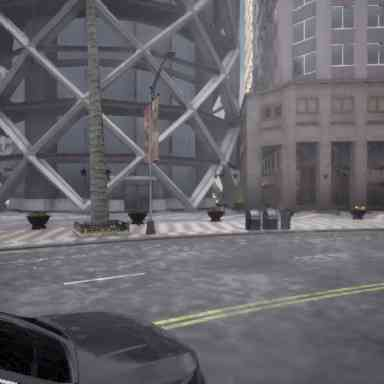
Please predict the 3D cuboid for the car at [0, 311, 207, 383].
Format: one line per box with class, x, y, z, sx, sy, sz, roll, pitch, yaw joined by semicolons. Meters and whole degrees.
car;-2.094;1.505;2.039;4.892;1.490;1.837;0;0;-36
